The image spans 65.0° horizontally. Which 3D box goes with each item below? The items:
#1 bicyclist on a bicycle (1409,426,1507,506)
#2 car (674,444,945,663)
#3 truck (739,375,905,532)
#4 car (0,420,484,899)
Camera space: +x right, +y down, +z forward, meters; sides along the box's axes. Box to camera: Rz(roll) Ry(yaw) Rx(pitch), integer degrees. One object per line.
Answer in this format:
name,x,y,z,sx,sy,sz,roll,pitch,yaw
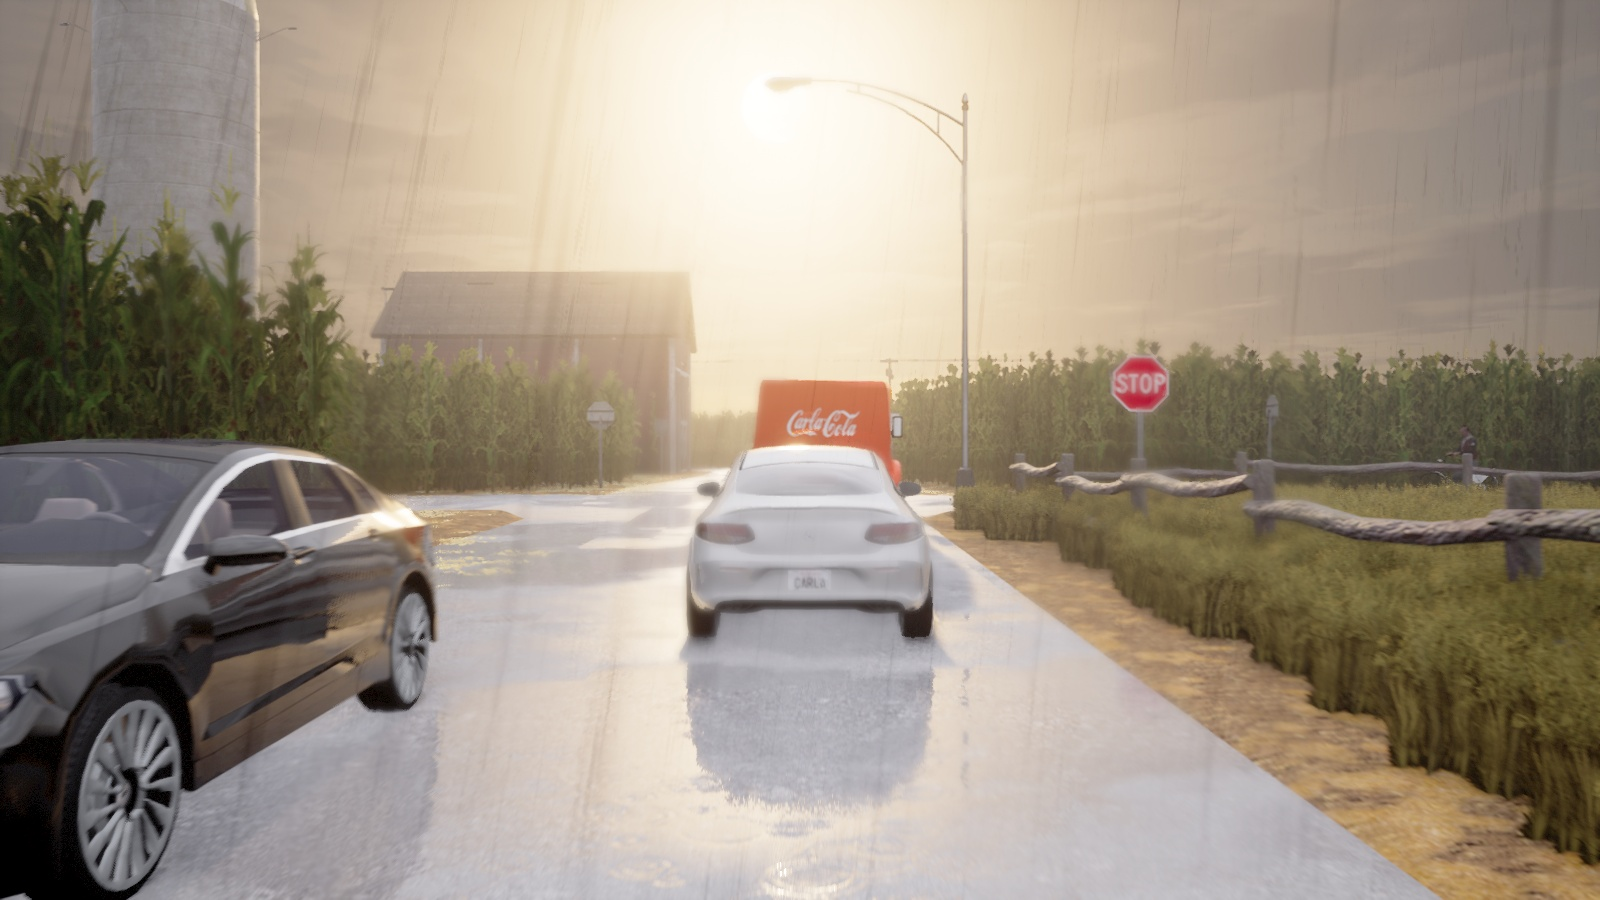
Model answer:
bicyclist on a bicycle,14.962,0.359,28.579,1.843,1.776,0.659,1,0,1
car,0.078,0.683,10.753,1.812,1.442,4.674,0,1,0
truck,0.557,0.002,22.758,2.627,2.467,5.204,1,1,5
car,-3.053,0.661,5.405,2.128,1.511,4.902,0,0,0
